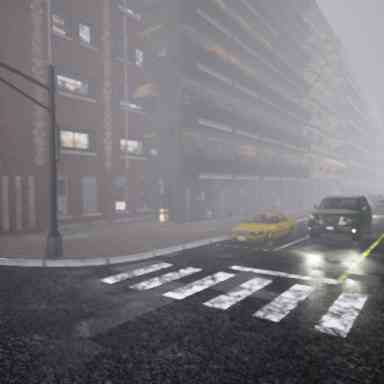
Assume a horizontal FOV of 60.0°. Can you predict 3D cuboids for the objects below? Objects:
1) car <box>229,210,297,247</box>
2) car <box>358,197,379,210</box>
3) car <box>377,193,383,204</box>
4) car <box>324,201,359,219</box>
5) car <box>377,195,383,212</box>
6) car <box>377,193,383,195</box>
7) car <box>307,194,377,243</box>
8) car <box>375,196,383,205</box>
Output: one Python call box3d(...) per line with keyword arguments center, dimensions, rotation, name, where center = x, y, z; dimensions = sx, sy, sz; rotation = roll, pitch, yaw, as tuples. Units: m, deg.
box3d(center=(3.342, 1.511, 15.160), dimensions=(1.752, 1.417, 4.829), rotation=(-1, -1, 35), name="car")
box3d(center=(22.855, 1.441, 42.986), dimensions=(1.752, 1.417, 4.829), rotation=(-1, -1, 35), name="car")
box3d(center=(35.958, 1.177, 61.678), dimensions=(2.192, 1.841, 5.009), rotation=(-1, -1, 35), name="car")
box3d(center=(13.197, 1.497, 29.212), dimensions=(1.887, 1.381, 4.507), rotation=(-1, -1, 35), name="car")
box3d(center=(19.772, 1.408, 34.018), dimensions=(1.882, 1.535, 5.008), rotation=(0, 0, 35), name="car")
box3d(center=(26.202, 1.218, 47.766), dimensions=(2.192, 1.841, 5.009), rotation=(-1, -1, 35), name="car")
box3d(center=(7.515, 1.195, 16.578), dimensions=(2.150, 2.045, 5.566), rotation=(0, 0, 35), name="car")
box3d(center=(32.711, 1.421, 57.040), dimensions=(1.887, 1.381, 4.507), rotation=(-1, -1, 35), name="car")
